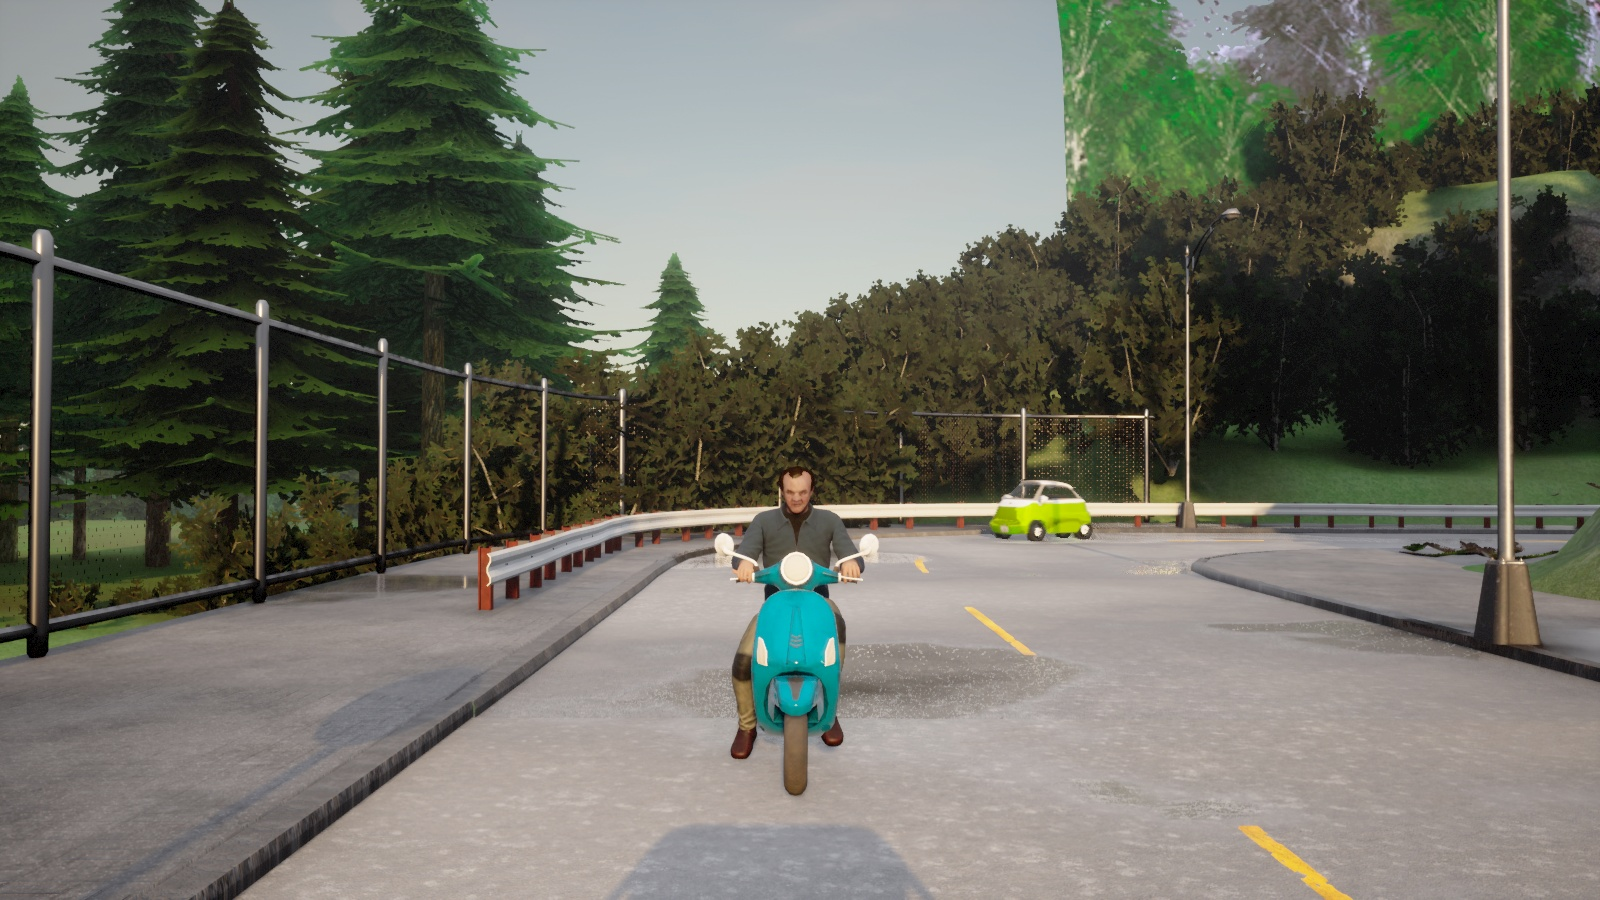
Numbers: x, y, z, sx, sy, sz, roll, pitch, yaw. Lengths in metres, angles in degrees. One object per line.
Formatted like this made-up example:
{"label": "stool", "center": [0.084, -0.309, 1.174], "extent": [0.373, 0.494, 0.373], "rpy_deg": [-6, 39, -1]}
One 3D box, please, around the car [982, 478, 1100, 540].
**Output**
{"label": "car", "center": [5.529, 1.332, 28.822], "extent": [2.207, 1.376, 1.481], "rpy_deg": [1, -2, -27]}

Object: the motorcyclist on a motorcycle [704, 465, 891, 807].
{"label": "motorcyclist on a motorcycle", "center": [-0.012, 0.881, 6.766], "extent": [0.866, 1.590, 1.817], "rpy_deg": [0, -1, 0]}
